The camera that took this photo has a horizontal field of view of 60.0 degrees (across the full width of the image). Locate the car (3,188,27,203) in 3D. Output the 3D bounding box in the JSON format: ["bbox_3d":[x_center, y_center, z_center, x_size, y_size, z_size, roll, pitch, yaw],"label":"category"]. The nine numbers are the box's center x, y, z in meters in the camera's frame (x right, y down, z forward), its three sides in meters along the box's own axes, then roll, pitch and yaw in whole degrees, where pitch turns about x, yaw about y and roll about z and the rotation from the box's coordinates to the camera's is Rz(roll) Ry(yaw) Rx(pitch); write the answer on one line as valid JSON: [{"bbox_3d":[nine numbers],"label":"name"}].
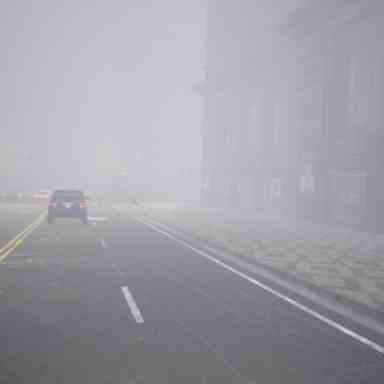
[{"bbox_3d":[-21.484,0.346,40.514,2.097,1.767,4.553,2,0,-19],"label":"car"}]

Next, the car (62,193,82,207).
[{"bbox_3d":[-13.630,0.871,37.969,1.994,1.385,4.181,2,0,-19],"label":"car"}]

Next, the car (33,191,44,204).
[{"bbox_3d":[-18.157,0.600,40.794,1.882,1.535,5.008,2,0,-19],"label":"car"}]

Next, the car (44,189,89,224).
[{"bbox_3d":[-7.670,0.832,20.738,2.150,2.045,5.566,2,0,-19],"label":"car"}]
